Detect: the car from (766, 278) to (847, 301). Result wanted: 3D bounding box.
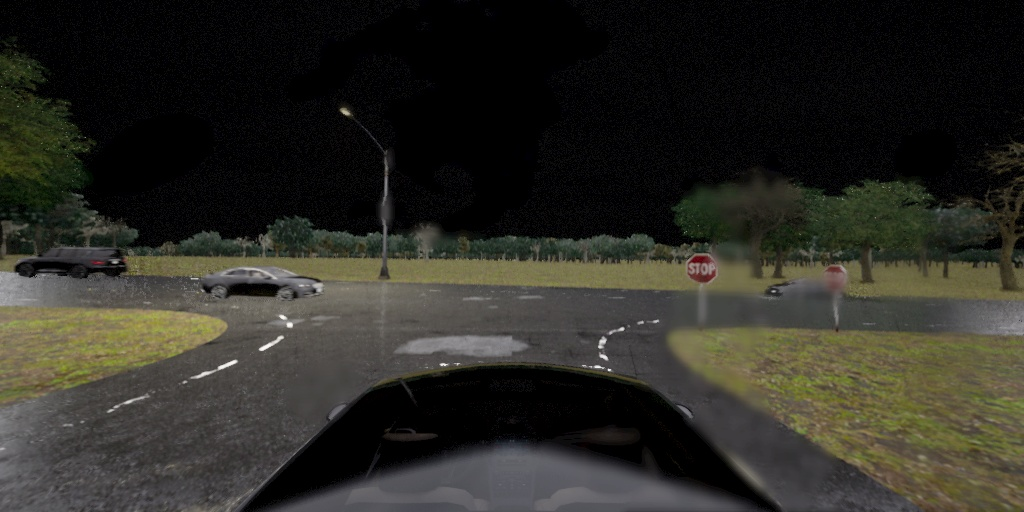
[{"bbox_3d":[18.934,2.142,23.176,4.181,1.385,1.994,1,1,0],"label":"car"}]

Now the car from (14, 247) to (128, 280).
[{"bbox_3d":[-28.510,0.432,23.342,5.566,2.045,2.150,1,1,0],"label":"car"}]

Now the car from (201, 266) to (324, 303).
[{"bbox_3d":[-11.212,1.225,16.310,4.902,1.511,2.128,1,1,0],"label":"car"}]
